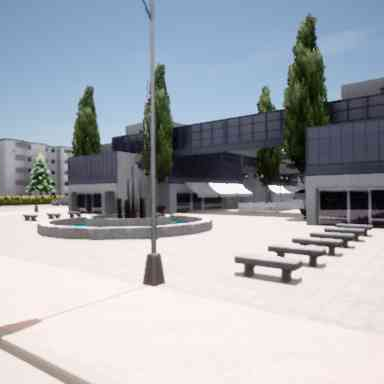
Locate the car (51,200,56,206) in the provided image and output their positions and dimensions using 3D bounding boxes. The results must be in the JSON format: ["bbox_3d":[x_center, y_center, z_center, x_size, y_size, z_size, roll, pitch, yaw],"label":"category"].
[{"bbox_3d":[-26.088,1.915,67.169,2.097,1.767,4.553,-1,0,33],"label":"car"}]

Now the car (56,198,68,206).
[{"bbox_3d":[-23.304,2.028,65.039,1.837,1.490,4.892,-1,0,33],"label":"car"}]
